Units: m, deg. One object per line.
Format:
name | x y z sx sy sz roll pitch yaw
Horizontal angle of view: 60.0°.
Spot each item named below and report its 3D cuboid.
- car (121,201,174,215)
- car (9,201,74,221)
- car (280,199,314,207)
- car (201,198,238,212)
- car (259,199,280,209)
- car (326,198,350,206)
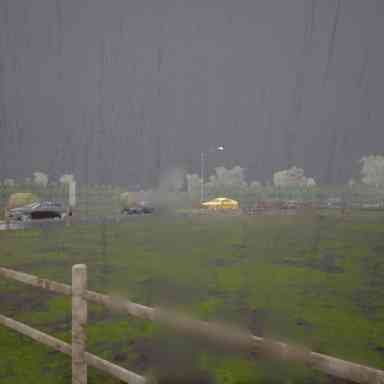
car | -4.296 1.555 33.019 5.357 1.411 2.033 0 0 -43
car | -11.672 1.487 25.904 2.128 1.511 4.902 1 0 44
car | 14.478 1.649 45.084 4.718 1.301 1.895 0 0 -37
car | 3.325 1.496 39.720 5.008 1.535 1.882 0 0 -40
car | 11.411 1.629 46.319 4.718 1.301 1.895 0 0 -38
car | 22.394 1.586 51.108 4.674 1.442 1.812 0 0 -36
